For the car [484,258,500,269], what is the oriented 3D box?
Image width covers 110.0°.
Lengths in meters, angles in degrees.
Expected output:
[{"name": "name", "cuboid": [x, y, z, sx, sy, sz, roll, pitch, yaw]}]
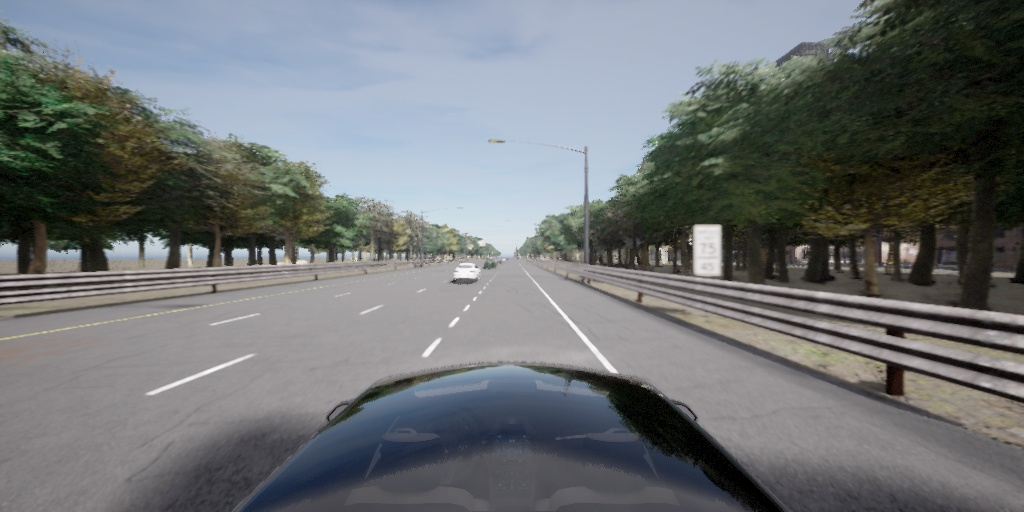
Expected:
[{"name": "car", "cuboid": [-3.445, 1.144, 58.615, 2.097, 1.767, 4.553, 0, 0, 0]}]

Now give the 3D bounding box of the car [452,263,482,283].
[{"name": "car", "cuboid": [-3.489, 1.285, 28.288, 1.812, 1.442, 4.674, 0, 0, 0]}]
